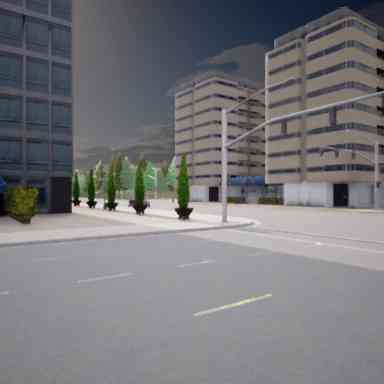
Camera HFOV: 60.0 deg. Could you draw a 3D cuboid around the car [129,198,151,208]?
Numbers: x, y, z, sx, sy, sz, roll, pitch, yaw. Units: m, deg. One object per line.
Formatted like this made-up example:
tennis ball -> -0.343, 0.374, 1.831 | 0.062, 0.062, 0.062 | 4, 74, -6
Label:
car -> -7.630, 1.458, 48.171 | 1.812, 1.442, 4.674 | 0, 0, -35
